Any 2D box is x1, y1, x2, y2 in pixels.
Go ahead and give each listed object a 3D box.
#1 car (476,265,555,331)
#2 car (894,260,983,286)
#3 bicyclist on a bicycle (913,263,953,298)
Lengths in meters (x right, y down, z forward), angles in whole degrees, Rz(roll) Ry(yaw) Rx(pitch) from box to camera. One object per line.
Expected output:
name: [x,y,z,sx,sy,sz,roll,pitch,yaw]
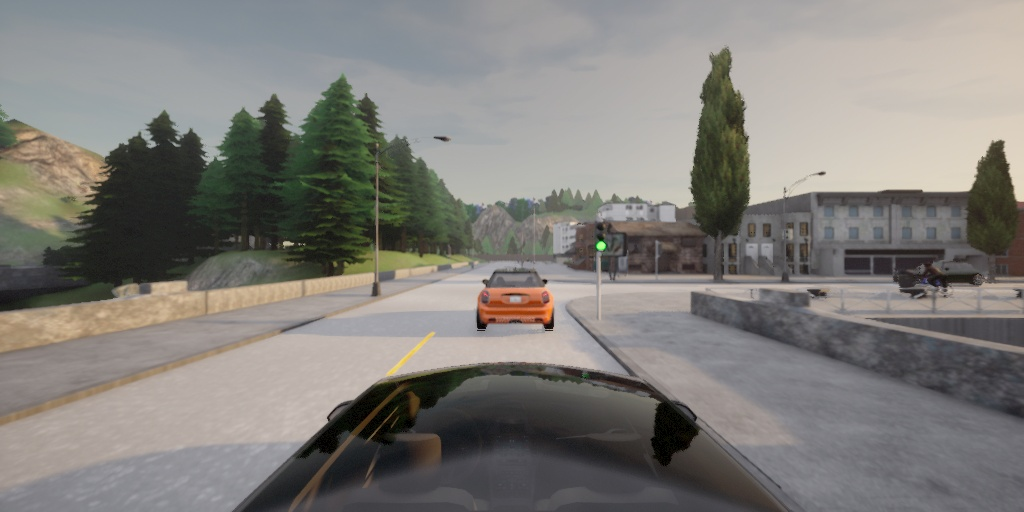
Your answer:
car: [0.099,1.135,11.312,2.097,1.767,4.553,0,0,0]
car: [30.293,1.185,25.578,4.553,1.767,2.097,0,0,0]
bicyclist on a bicycle: [20.120,1.153,17.184,0.582,1.620,1.656,0,0,0]
